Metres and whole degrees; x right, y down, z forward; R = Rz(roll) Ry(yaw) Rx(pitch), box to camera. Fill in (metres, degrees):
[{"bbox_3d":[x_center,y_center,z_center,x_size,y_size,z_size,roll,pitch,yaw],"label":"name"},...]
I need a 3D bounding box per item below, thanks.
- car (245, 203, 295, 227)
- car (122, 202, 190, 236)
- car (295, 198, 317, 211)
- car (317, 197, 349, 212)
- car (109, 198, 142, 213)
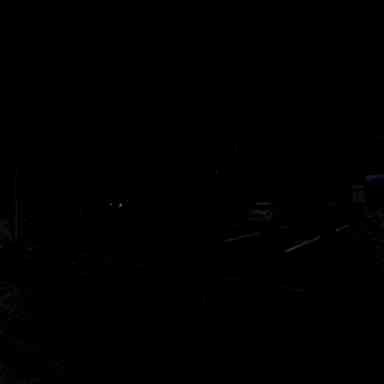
[{"bbox_3d":[5.094,1.447,22.085,1.970,1.475,3.806,0,0,35],"label":"car"},{"bbox_3d":[-1.630,1.453,17.756,1.845,1.501,3.633,0,0,35],"label":"car"},{"bbox_3d":[13.423,1.419,38.997,2.007,1.523,4.514,0,0,35],"label":"car"},{"bbox_3d":[16.012,1.393,37.225,2.152,1.636,5.027,0,0,35],"label":"car"},{"bbox_3d":[-7.741,1.528,39.714,2.097,1.767,4.553,0,0,35],"label":"car"}]
